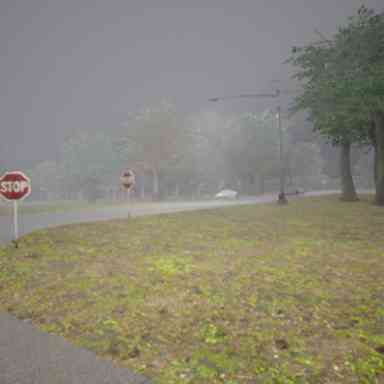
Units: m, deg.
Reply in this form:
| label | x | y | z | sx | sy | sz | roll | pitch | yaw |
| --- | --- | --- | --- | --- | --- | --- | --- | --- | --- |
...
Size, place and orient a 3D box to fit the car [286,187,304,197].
| label | x | y | z | sx | sy | sz | roll | pitch | yaw |
| --- | --- | --- | --- | --- | --- | --- | --- | --- | --- |
| car | 16.135 | -0.101 | 51.913 | 2.128 | 1.511 | 4.902 | -2 | 0 | 33 |

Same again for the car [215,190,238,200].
| label | x | y | z | sx | sy | sz | roll | pitch | yaw |
| --- | --- | --- | --- | --- | --- | --- | --- | --- | --- |
| car | 5.009 | 0.390 | 47.899 | 1.812 | 1.442 | 4.674 | -3 | 0 | 34 |
